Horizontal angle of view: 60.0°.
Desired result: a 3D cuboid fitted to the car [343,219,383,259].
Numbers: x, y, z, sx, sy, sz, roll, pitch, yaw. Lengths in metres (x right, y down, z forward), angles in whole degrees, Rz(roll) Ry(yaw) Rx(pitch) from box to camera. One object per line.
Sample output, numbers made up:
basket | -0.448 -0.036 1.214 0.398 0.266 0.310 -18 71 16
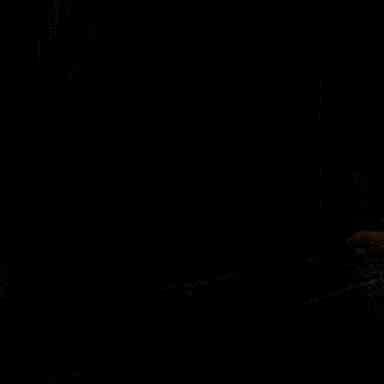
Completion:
car | 7.153 1.508 11.635 4.829 1.417 1.752 0 0 -35
